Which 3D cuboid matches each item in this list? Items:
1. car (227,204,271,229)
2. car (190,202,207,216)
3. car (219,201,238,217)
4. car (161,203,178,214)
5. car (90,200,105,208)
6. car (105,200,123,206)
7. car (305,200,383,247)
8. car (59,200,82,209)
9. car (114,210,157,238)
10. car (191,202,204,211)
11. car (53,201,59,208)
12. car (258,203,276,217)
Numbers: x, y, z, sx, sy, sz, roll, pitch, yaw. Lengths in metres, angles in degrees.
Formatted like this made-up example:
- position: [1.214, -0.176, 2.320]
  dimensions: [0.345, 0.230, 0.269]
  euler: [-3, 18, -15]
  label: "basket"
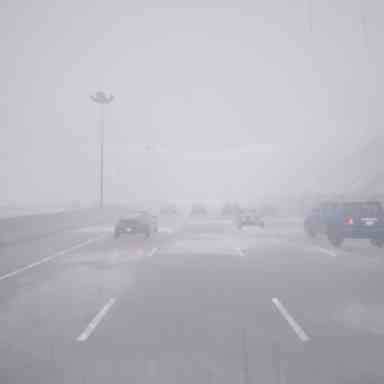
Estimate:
- position: [4.026, 1.823, 24.239]
  dimensions: [2.033, 1.411, 5.357]
  euler: [0, -1, 1]
  label: "car"
- position: [0.740, 1.941, 37.389]
  dimensions: [1.812, 1.442, 4.674]
  euler: [0, 0, 0]
  label: "car"
- position: [4.235, 1.770, 37.210]
  dimensions: [2.097, 1.767, 4.553]
  euler: [0, -1, 0]
  label: "car"
- position: [-2.735, 2.050, 40.917]
  dimensions: [1.895, 1.301, 4.718]
  euler: [0, -1, 0]
  label: "car"
- position: [-16.835, 2.188, 60.490]
  dimensions: [2.033, 1.411, 5.357]
  euler: [0, -1, 0]
  label: "car"
- position: [-13.352, 2.151, 58.410]
  dimensions: [1.812, 1.442, 4.674]
  euler: [0, -1, 1]
  label: "car"
- position: [7.340, 1.413, 16.297]
  dimensions: [2.150, 2.045, 5.566]
  euler: [0, -1, 1]
  label: "car"
- position: [-20.342, 2.097, 57.039]
  dimensions: [2.128, 1.511, 4.902]
  euler: [0, -1, 0]
  label: "car"
- position: [-3.097, 1.731, 18.883]
  dimensions: [1.812, 1.442, 4.674]
  euler: [0, -1, 1]
  label: "car"
- position: [0.785, 2.176, 51.793]
  dimensions: [1.895, 1.301, 4.718]
  euler: [0, -1, 0]
  label: "car"
- position: [-23.831, 2.139, 61.241]
  dimensions: [1.812, 1.442, 4.674]
  euler: [0, -1, 0]
  label: "car"
- position: [7.727, 1.917, 35.845]
  dimensions: [1.837, 1.490, 4.892]
  euler: [0, 0, 1]
  label: "car"
